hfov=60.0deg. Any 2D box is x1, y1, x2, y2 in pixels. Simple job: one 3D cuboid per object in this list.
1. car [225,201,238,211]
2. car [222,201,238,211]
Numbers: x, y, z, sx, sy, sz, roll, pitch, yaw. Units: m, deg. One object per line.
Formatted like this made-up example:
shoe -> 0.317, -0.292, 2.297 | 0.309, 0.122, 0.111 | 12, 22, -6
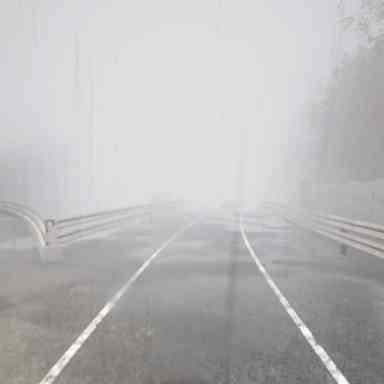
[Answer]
car -> 7.408, 2.660, 61.758 | 2.097, 1.767, 4.553 | 0, -4, 10
car -> 5.731, 2.178, 51.500 | 2.128, 1.511, 4.902 | 0, -3, 9
